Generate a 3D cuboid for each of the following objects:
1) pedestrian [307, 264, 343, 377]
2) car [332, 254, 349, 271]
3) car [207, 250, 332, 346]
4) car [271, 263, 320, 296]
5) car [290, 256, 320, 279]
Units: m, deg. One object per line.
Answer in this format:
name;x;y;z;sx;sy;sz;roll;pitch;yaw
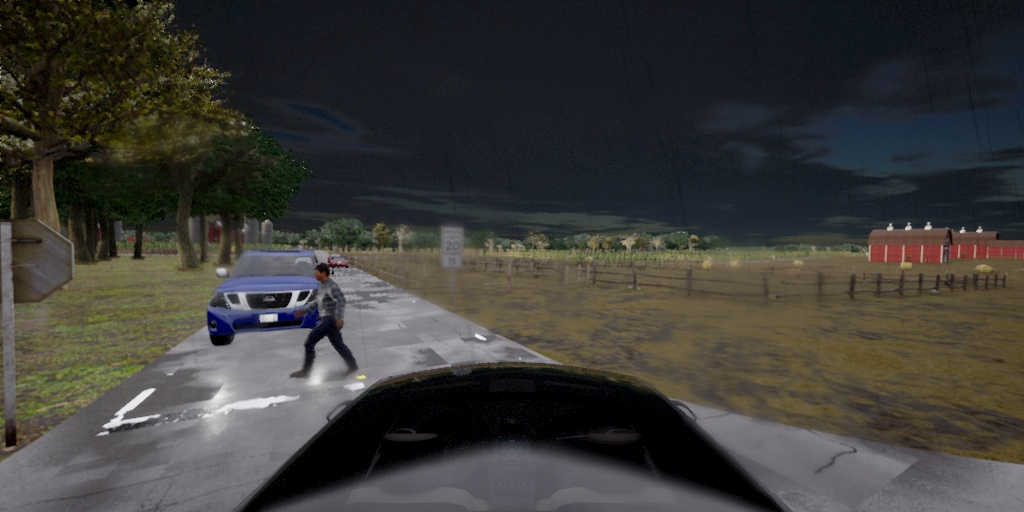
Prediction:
pedestrian;-2.908;0.995;5.576;0.375;1.860;0.375;-1;3;-28
car;-20.035;0.673;41.502;1.994;1.385;4.181;0;1;-27
car;-6.180;0.854;9.617;2.150;2.045;5.566;0;1;-28
car;-10.942;1.089;18.442;1.895;1.301;4.718;0;1;-28
car;-15.931;0.835;27.726;1.837;1.490;4.892;0;1;-28
